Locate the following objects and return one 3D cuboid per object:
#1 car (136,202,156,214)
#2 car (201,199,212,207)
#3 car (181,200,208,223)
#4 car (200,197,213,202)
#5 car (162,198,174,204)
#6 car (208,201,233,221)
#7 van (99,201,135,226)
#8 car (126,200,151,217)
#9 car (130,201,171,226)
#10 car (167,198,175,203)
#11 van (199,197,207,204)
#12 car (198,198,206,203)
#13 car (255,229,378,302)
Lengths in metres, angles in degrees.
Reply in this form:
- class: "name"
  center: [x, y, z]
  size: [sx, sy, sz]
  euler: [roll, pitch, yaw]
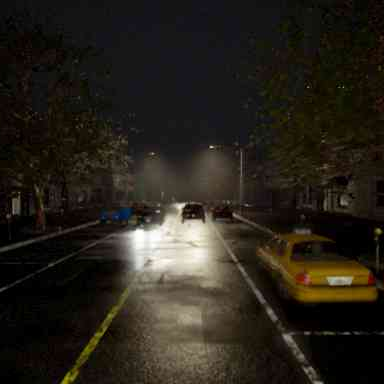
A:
- class: "car"
  center: [-5.685, 1.942, 41.448]
  size: [1.802, 1.307, 4.206]
  euler: [-1, 0, 0]
- class: "car"
  center: [2.699, 2.100, 63.622]
  size: [2.008, 1.369, 4.403]
  euler: [-1, 0, 0]
- class: "car"
  center: [0.106, 1.722, 28.139]
  size: [1.882, 1.535, 5.008]
  euler: [0, -1, 0]
- class: "car"
  center: [2.696, 1.817, 58.080]
  size: [2.192, 1.841, 5.009]
  euler: [-1, 0, 0]
- class: "car"
  center: [-5.679, 2.191, 74.711]
  size: [1.887, 1.381, 4.507]
  euler: [-1, 0, 0]
- class: "car"
  center: [2.694, 1.808, 30.360]
  size: [1.887, 1.381, 4.507]
  euler: [-1, 0, 0]
- class: "van"
  center: [-5.690, 1.558, 24.819]
  size: [1.690, 1.788, 3.998]
  euler: [-1, 0, 0]
- class: "car"
  center: [-5.687, 1.752, 35.906]
  size: [1.967, 1.590, 4.097]
  euler: [-1, 0, 0]
- class: "car"
  center: [-2.998, 1.715, 25.259]
  size: [2.128, 1.511, 4.902]
  euler: [0, -1, 0]
- class: "car"
  center: [-5.677, 2.312, 91.173]
  size: [1.752, 1.417, 4.829]
  euler: [0, 0, 0]
- class: "van"
  center: [2.701, 2.033, 80.256]
  size: [1.690, 1.788, 3.998]
  euler: [-1, 0, 0]
- class: "car"
  center: [2.705, 2.353, 91.341]
  size: [1.947, 1.339, 4.313]
  euler: [-1, 0, 0]
- class: "car"
  center: [2.690, 1.599, 8.355]
  size: [1.752, 1.417, 4.829]
  euler: [-1, 0, 0]
